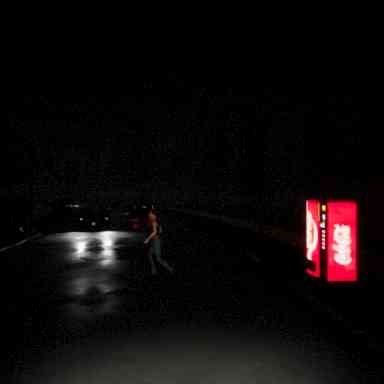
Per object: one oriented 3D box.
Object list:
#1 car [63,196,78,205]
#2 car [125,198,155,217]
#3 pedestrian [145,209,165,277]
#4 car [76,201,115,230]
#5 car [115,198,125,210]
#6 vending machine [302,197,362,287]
[{"bbox_3d":[-21.827,1.475,59.541,1.882,1.535,5.008,0,0,-32],"label":"car"},{"bbox_3d":[-4.748,1.351,30.956,2.097,1.767,4.553,0,0,-16],"label":"car"},{"bbox_3d":[-0.969,1.293,8.721,0.375,1.860,0.375,0,0,-5],"label":"pedestrian"},{"bbox_3d":[-6.069,1.525,21.135,1.812,1.442,4.674,0,0,-12],"label":"car"},{"bbox_3d":[-9.292,1.546,43.787,2.033,1.411,5.357,0,0,-25],"label":"car"},{"bbox_3d":[3.489,1.195,8.375,1.100,2.100,0.880,0,0,-5],"label":"vending machine"}]
